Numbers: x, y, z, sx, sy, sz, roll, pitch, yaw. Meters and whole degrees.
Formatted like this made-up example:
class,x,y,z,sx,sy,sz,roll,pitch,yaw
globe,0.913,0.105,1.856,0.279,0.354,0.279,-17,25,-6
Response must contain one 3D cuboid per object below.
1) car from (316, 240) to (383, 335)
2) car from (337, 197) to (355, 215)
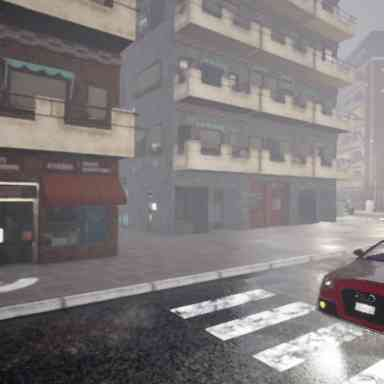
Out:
class,x,y,z,sx,sy,sz,roll,pitch,yaw
car,4.218,1.613,6.313,4.181,1.385,1.994,1,0,-38
car,17.939,1.687,40.831,2.150,2.045,5.566,1,-1,5
